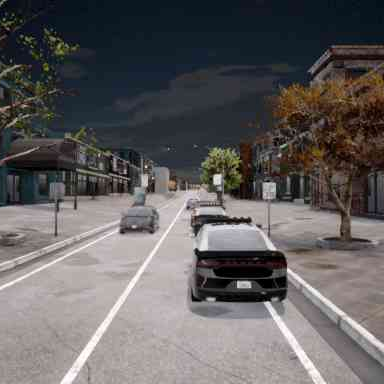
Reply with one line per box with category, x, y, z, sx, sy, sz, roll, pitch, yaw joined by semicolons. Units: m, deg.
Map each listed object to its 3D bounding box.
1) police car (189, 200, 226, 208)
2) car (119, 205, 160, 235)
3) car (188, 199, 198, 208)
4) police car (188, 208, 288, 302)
police car;0.969;1.462;18.465;1.930;1.638;5.238;0;0;0
car;-2.927;1.544;19.335;1.837;1.490;4.892;0;0;0
car;0.991;1.400;24.325;2.097;1.767;4.553;0;0;0
police car;0.931;1.441;8.465;1.930;1.638;5.238;0;0;0
